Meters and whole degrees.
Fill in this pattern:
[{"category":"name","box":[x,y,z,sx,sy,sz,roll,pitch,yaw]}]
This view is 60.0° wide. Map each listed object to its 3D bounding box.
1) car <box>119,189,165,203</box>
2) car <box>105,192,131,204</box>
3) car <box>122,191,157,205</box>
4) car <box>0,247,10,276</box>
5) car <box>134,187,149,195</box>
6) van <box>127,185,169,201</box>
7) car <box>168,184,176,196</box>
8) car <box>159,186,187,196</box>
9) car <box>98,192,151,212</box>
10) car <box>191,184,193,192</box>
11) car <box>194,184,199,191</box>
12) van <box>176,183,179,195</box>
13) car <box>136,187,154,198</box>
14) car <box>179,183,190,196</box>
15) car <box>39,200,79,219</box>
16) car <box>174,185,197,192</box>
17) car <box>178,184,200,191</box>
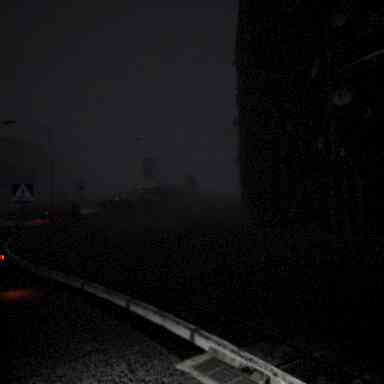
[{"category":"car","box":[-6.417,0.841,39.984,5.366,1.575,1.946,-2,3,-12]},{"category":"car","box":[-10.301,0.860,46.693,1.895,1.301,4.718,-2,2,7]},{"category":"car","box":[-6.627,1.021,37.010,4.674,1.452,2.002,-2,3,-12]},{"category":"car","box":[-6.990,1.744,9.578,5.357,1.411,2.033,-2,-3,44]},{"category":"car","box":[-10.631,-0.281,70.110,1.895,1.301,4.718,-2,2,8]},{"category":"van","box":[-5.736,0.461,43.060,4.442,1.987,1.878,-2,2,-12]},{"category":"car","box":[-5.483,0.298,46.036,5.566,2.045,2.435,-2,3,-12]},{"category":"car","box":[-3.485,-0.176,61.142,4.892,1.521,2.231,-2,2,-12]},{"category":"car","box":[-7.032,1.127,33.996,4.892,1.521,2.231,-2,2,-12]},{"category":"car","box":[-2.728,-0.591,67.168,4.553,1.767,2.185,-2,2,-12]},{"category":"car","box":[-1.723,-0.767,73.255,5.366,1.575,1.946,-2,2,-12]},{"category":"van","box":[-4.782,0.037,52.053,4.442,1.987,1.878,-2,3,-12]},{"category":"car","box":[-8.533,0.055,60.985,1.882,1.535,5.008,-2,3,8]},{"category":"car","box":[-3.855,-0.284,58.125,5.566,2.045,2.435,-2,2,-12]},{"category":"car","box":[-12.162,1.492,30.761,1.882,1.535,5.008,-3,3,5]},{"category":"car","box":[-1.481,-0.873,76.242,4.792,1.488,2.163,-2,2,-12]},{"category":"car","box":[-0.749,-1.185,82.276,4.892,1.521,2.231,-2,2,-13]}]
